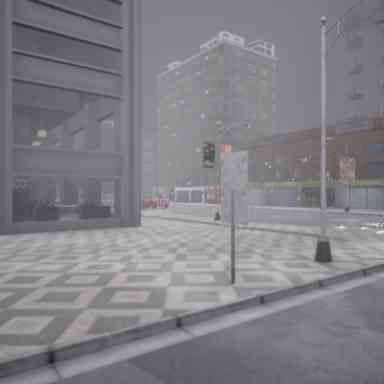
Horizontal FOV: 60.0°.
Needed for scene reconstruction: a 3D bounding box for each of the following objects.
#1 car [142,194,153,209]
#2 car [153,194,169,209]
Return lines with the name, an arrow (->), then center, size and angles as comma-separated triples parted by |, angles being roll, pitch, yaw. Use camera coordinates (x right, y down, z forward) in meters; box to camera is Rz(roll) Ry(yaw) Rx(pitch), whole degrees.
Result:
car -> -8.000, 1.364, 46.161 | 2.150, 2.045, 5.566 | 0, 0, -35
car -> -5.442, 1.364, 48.170 | 2.150, 2.045, 5.566 | 0, 0, -35
